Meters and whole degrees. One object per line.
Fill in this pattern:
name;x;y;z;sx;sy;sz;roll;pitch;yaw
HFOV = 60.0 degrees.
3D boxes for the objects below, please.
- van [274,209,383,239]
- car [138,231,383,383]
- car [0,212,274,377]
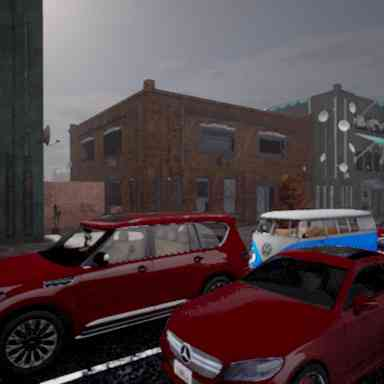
van;3.342;1.379;8.949;3.998;1.788;1.690;0;-1;-36
car;1.804;1.545;4.663;4.674;1.442;1.812;0;0;-36
car;-1.174;1.326;5.727;5.009;1.841;2.192;0;-1;-36
